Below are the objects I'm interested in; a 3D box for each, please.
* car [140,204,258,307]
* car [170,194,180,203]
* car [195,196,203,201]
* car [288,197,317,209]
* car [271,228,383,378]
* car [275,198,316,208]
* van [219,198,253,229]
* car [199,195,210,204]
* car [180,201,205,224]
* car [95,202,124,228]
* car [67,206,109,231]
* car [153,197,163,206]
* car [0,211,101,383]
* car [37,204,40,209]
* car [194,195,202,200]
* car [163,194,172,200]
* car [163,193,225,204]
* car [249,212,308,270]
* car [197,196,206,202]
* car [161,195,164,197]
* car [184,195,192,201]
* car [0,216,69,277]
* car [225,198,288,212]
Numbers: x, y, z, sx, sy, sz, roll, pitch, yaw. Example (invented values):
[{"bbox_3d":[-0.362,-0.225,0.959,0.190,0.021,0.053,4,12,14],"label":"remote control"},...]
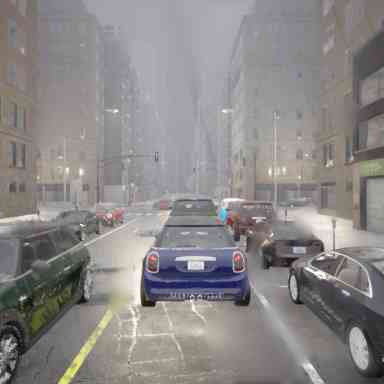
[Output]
[{"bbox_3d":[0.030,1.352,8.152,2.097,1.767,4.553,0,0,-1],"label":"car"},{"bbox_3d":[-3.613,1.389,71.362,2.097,1.767,4.553,0,0,-1],"label":"car"},{"bbox_3d":[1.824,1.639,88.395,1.802,1.307,4.206,0,0,-1],"label":"car"},{"bbox_3d":[14.912,1.481,45.489,4.902,1.511,2.128,0,0,0],"label":"car"},{"bbox_3d":[2.848,1.551,5.327,2.008,1.369,4.403,0,0,0],"label":"car"},{"bbox_3d":[15.047,1.541,48.741,5.357,1.411,2.033,0,0,0],"label":"car"},{"bbox_3d":[2.800,1.341,21.898,1.690,1.788,3.998,0,0,0],"label":"van"},{"bbox_3d":[2.386,1.467,65.787,1.967,1.590,4.097,0,0,-1],"label":"car"},{"bbox_3d":[0.025,1.526,26.053,1.812,1.442,4.674,0,0,-1],"label":"car"},{"bbox_3d":[-5.726,1.441,21.867,1.967,1.590,4.097,0,0,0],"label":"car"},{"bbox_3d":[-5.710,1.566,16.342,1.947,1.339,4.313,0,0,0],"label":"car"},{"bbox_3d":[-2.470,1.558,38.642,4.181,1.385,1.994,0,0,0],"label":"car"},{"bbox_3d":[-3.109,1.352,5.093,2.097,1.767,4.553,0,0,0],"label":"car"},{"bbox_3d":[-20.153,1.542,38.492,4.674,1.442,1.812,0,0,0],"label":"car"},{"bbox_3d":[1.682,1.620,94.048,1.887,1.381,4.507,0,0,-1],"label":"car"},{"bbox_3d":[-6.841,1.390,93.850,2.192,1.841,5.009,0,0,-1],"label":"car"},{"bbox_3d":[0.058,1.222,15.487,2.150,2.045,5.566,0,0,0],"label":"car"},{"bbox_3d":[2.831,1.566,10.850,1.947,1.339,4.313,0,0,0],"label":"car"},{"bbox_3d":[2.105,1.621,77.093,1.802,1.307,4.206,0,0,-1],"label":"car"},{"bbox_3d":[-6.417,1.479,76.890,1.967,1.590,4.097,0,0,-1],"label":"car"},{"bbox_3d":[-1.099,1.616,91.021,1.994,1.385,4.181,0,0,-1],"label":"car"},{"bbox_3d":[-5.694,1.582,10.817,1.802,1.307,4.206,0,0,0],"label":"car"},{"bbox_3d":[2.816,1.315,16.374,2.192,1.841,5.009,0,0,0],"label":"car"}]
